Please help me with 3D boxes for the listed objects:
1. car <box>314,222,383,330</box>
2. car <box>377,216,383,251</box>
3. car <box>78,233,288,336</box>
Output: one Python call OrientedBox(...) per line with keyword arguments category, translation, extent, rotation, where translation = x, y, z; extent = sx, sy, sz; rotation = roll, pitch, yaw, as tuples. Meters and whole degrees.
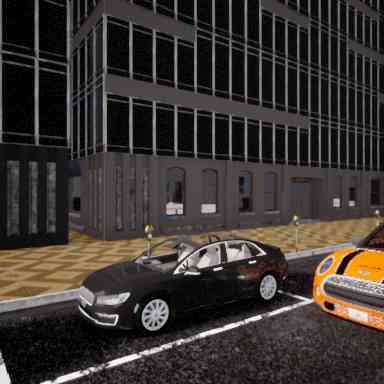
OrientedBox(category="car", translation=(4.449, 1.351, 6.551), extent=(4.553, 1.767, 2.097), rotation=(0, 0, -35))
OrientedBox(category="car", translation=(9.314, 1.581, 13.202), extent=(4.206, 1.307, 1.802), rotation=(0, 0, -35))
OrientedBox(category="car", translation=(0.045, 1.550, 6.592), extent=(4.403, 1.369, 2.008), rotation=(0, 0, -35))
